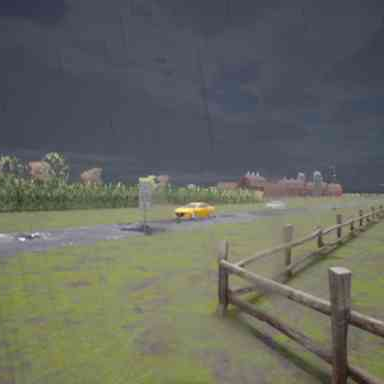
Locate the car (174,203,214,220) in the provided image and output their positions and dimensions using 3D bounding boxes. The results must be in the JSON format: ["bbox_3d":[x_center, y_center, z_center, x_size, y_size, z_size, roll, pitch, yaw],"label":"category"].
[{"bbox_3d":[0.275,1.767,31.438,1.882,1.535,5.008,0,0,34],"label":"car"}]

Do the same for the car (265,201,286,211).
[{"bbox_3d":[12.475,2.072,49.444,1.812,1.442,4.674,0,-1,34],"label":"car"}]
